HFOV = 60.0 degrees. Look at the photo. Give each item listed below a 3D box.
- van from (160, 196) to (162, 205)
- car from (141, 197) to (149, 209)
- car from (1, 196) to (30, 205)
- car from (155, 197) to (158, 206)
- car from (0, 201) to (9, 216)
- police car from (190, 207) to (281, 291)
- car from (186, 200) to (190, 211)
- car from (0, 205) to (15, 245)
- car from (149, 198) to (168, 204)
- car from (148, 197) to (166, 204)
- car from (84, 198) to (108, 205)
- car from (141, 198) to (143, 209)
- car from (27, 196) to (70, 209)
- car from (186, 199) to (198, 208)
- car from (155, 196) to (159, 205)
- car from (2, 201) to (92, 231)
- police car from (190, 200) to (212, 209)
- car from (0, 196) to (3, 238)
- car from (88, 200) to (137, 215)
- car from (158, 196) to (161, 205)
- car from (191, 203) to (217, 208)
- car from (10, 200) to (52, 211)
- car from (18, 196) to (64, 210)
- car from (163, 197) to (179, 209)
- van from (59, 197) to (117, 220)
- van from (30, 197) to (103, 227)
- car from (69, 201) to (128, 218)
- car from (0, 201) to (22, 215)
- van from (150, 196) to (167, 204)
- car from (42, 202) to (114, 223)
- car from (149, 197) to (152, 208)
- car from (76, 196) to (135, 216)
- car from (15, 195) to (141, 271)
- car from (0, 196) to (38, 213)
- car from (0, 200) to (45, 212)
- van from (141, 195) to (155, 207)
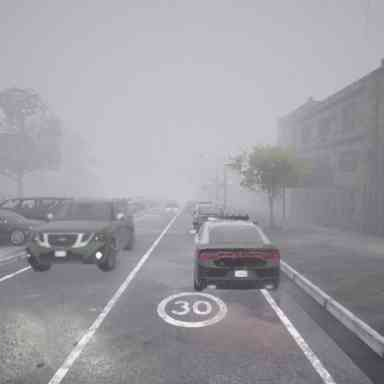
[{"bbox_3d":[-8.742,1.810,65.384,4.442,1.987,1.878,0,-1,0],"label":"van"},{"bbox_3d":[-8.840,1.796,45.763,5.008,1.535,2.097,0,-1,0],"label":"car"},{"bbox_3d":[-8.861,1.283,17.735,5.566,2.045,2.435,0,0,0],"label":"car"},{"bbox_3d":[-8.824,1.962,56.972,4.792,1.488,2.163,0,-1,0],"label":"car"},{"bbox_3d":[-21.887,1.713,34.407,4.792,1.488,2.163,0,-1,0],"label":"car"},{"bbox_3d":[0.981,1.431,9.187,1.930,1.638,5.238,0,0,0],"label":"police car"},{"bbox_3d":[0.072,1.882,46.267,2.033,1.411,5.357,0,-1,1],"label":"car"},{"bbox_3d":[-8.841,1.514,14.927,4.892,1.521,2.231,0,0,0],"label":"car"},{"bbox_3d":[-8.868,2.312,87.806,4.892,1.521,2.231,0,-1,0],"label":"car"},{"bbox_3d":[-8.904,2.151,85.005,4.553,1.767,2.185,0,-1,0],"label":"car"},{"bbox_3d":[-21.952,2.171,76.213,4.892,1.521,2.231,0,-1,0],"label":"car"},{"bbox_3d":[-8.812,1.766,40.155,4.792,1.488,2.163,0,-1,0],"label":"car"},{"bbox_3d":[-21.900,1.609,50.994,5.566,2.045,2.435,0,-1,0],"label":"car"},{"bbox_3d":[0.041,2.060,59.947,1.994,1.385,4.181,0,-1,0],"label":"car"},{"bbox_3d":[-8.826,1.996,59.775,4.792,1.488,2.163,0,-1,0],"label":"car"},{"bbox_3d":[-8.800,1.431,20.534,4.553,1.767,2.185,0,-1,0],"label":"car"},{"bbox_3d":[0.991,1.559,25.215,1.930,1.638,5.238,0,-1,0],"label":"police car"},{"bbox_3d":[-8.869,1.232,9.325,5.566,2.045,2.435,0,0,0],"label":"car"},{"bbox_3d":[-8.834,1.710,37.358,4.892,1.521,2.231,0,-1,0],"label":"car"},{"bbox_3d":[-8.852,2.001,62.578,5.008,1.535,2.097,0,-1,0],"label":"car"},{"bbox_3d":[0.988,1.584,19.095,1.837,1.490,4.892,0,-1,0],"label":"car"},{"bbox_3d":[-21.922,1.833,45.422,4.674,1.452,2.002,0,-1,0],"label":"car"},{"bbox_3d":[-21.897,1.576,48.333,5.566,2.045,2.435,0,-1,0],"label":"car"},{"bbox_3d":[-3.215,1.991,54.210,1.994,1.385,4.181,0,-1,0],"label":"car"},{"bbox_3d":[-8.950,1.407,28.946,4.442,1.987,1.878,0,-1,0],"label":"van"},{"bbox_3d":[-8.716,1.356,23.339,4.442,1.987,1.878,0,-1,0],"label":"van"},{"bbox_3d":[-8.830,1.658,31.747,5.008,1.535,2.097,0,-1,0],"label":"car"},{"bbox_3d":[-21.947,1.738,37.192,4.792,1.488,2.163,0,-1,0],"label":"car"},{"bbox_3d":[-8.993,2.119,90.612,4.442,1.987,1.878,0,-1,0],"label":"van"},{"bbox_3d":[-8.826,1.608,26.141,4.892,1.521,2.231,0,-1,0],"label":"car"},{"bbox_3d":[-9.032,1.826,48.563,5.366,1.575,1.946,0,-1,0],"label":"car"},{"bbox_3d":[-8.865,1.432,34.553,5.566,2.045,2.435,0,-1,0],"label":"car"},{"bbox_3d":[-3.343,1.236,11.228,2.150,2.045,5.566,0,0,0],"label":"car"},{"bbox_3d":[-21.892,1.484,39.978,5.566,2.045,2.435,0,-1,0],"label":"car"},{"bbox_3d":[-21.917,1.765,42.762,5.008,1.535,2.097,0,-1,0],"label":"car"},{"bbox_3d":[-8.734,1.672,54.172,4.442,1.987,1.878,0,-1,0],"label":"van"}]
